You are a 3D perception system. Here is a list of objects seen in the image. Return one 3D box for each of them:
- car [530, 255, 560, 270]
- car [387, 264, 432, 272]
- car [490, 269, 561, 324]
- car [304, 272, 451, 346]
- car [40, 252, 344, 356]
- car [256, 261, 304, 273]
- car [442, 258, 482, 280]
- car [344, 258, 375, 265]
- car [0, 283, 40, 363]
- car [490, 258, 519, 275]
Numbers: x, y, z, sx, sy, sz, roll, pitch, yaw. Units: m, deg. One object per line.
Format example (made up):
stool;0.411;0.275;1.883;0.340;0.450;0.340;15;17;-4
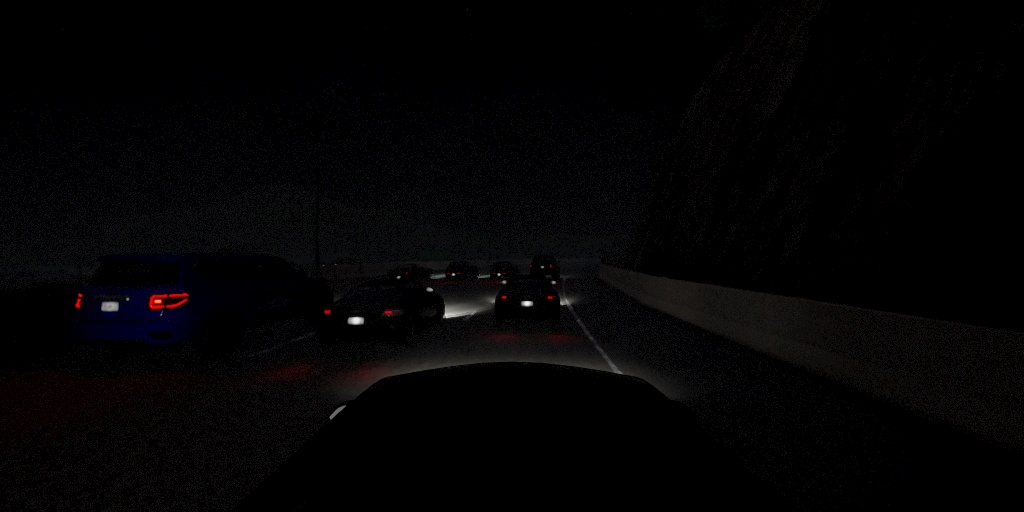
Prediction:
car;2.820;0.940;30.259;2.150;2.045;5.566;0;0;10
car;-8.068;1.292;28.885;1.895;1.301;4.718;0;0;9
car;0.557;1.301;12.048;1.994;1.385;4.181;0;0;4
car;-3.114;1.295;9.358;1.994;1.385;4.181;0;0;2
car;-6.670;0.944;8.737;2.150;2.045;5.566;0;0;3
car;-27.105;1.223;42.093;1.895;1.301;4.718;0;0;13
car;-4.198;1.204;30.629;1.837;1.490;4.892;0;0;10
car;-16.851;1.200;39.993;2.033;1.411;5.357;0;0;12
car;-10.174;1.278;7.903;1.994;1.385;4.181;0;0;2
car;-0.601;1.213;30.881;1.837;1.490;4.892;0;0;10
